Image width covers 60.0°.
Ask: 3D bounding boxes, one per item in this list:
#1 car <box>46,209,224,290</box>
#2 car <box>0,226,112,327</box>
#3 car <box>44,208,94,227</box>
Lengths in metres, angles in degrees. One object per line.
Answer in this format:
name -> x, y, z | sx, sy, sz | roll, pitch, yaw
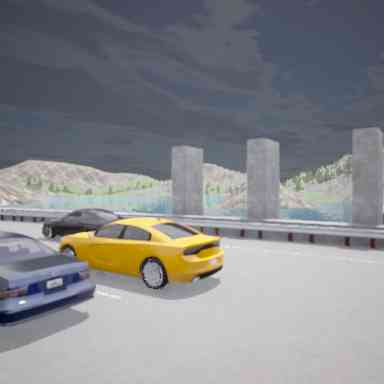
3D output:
car -> -1.563, 1.454, 9.093 | 5.008, 1.535, 1.882 | 1, 0, 33
car -> -4.341, 1.530, 6.786 | 5.357, 1.411, 2.033 | 0, 0, 33
car -> -4.850, 1.487, 15.311 | 4.674, 1.442, 1.812 | 0, 0, 32
